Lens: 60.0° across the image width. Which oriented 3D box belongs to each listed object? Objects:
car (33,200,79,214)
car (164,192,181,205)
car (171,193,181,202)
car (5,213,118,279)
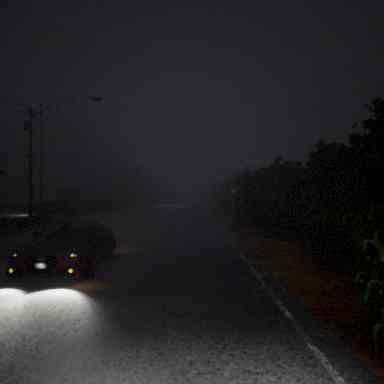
[{"bbox_3d":[-12.871,1.477,31.204,4.181,1.385,1.994,0,0,0],"label":"car"},{"bbox_3d":[-3.556,1.110,57.068,2.150,2.045,5.566,0,0,1],"label":"car"},{"bbox_3d":[-3.443,1.202,72.285,2.097,1.767,4.553,0,0,0],"label":"car"},{"bbox_3d":[-3.560,1.545,9.834,1.994,1.385,4.181,0,0,0],"label":"car"}]
